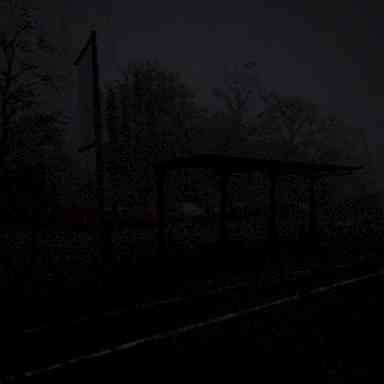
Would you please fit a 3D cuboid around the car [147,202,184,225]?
[{"bbox_3d":[-3.024,1.504,24.543,2.097,1.535,5.008,0,0,-36],"label":"car"}]

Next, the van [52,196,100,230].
[{"bbox_3d":[-7.611,1.269,21.412,1.878,1.987,4.442,0,0,-36],"label":"van"}]

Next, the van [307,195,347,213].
[{"bbox_3d":[15.101,1.326,37.366,1.878,1.987,4.442,0,0,-36],"label":"van"}]

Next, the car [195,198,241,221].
[{"bbox_3d":[1.470,1.389,27.801,2.185,1.767,4.553,0,0,-36],"label":"car"}]

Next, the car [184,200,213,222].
[{"bbox_3d":[-0.768,1.549,26.159,2.002,1.452,4.674,0,0,-36],"label":"car"}]

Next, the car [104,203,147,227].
[{"bbox_3d":[-5.284,1.539,22.929,2.002,1.452,4.674,0,0,-36],"label":"car"}]

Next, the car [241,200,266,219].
[{"bbox_3d":[3.743,1.520,29.395,2.097,1.535,5.008,0,0,-36],"label":"car"}]

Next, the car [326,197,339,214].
[{"bbox_3d":[12.759,1.575,35.871,2.163,1.488,4.792,0,0,-36],"label":"car"}]

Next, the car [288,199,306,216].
[{"bbox_3d":[8.244,1.562,32.642,2.163,1.488,4.792,0,0,-36],"label":"car"}]

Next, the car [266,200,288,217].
[{"bbox_3d":[6.007,1.527,31.000,2.231,1.521,4.892,0,0,-36],"label":"car"}]

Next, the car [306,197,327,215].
[{"bbox_3d":[10.626,1.536,34.081,1.946,1.575,5.366,0,0,-36],"label":"car"}]
